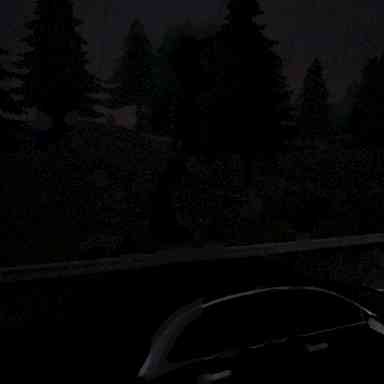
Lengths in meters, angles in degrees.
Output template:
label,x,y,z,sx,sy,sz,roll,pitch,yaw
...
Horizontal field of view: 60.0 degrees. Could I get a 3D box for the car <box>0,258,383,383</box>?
label,x,y,z,sx,sy,sz,roll,pitch,yaw
car,0.598,1.505,3.511,4.892,1.490,1.837,0,0,-28
